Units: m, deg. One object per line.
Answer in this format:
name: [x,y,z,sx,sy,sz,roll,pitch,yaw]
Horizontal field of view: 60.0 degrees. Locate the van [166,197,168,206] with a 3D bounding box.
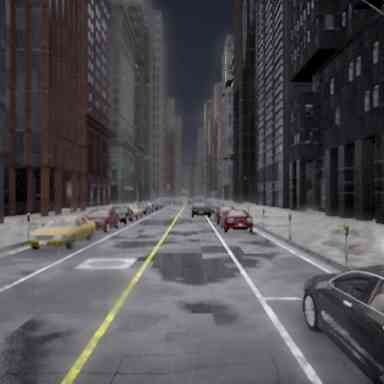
van: [-5.796,1.939,60.527,1.690,1.788,3.998,0,-1,0]

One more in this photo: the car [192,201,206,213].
car: [0.878,1.934,44.186,1.837,1.490,4.892,0,-1,0]

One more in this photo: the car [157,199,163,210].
car: [-5.789,2.046,49.252,1.947,1.339,4.313,0,-1,0]

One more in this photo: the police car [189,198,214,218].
police car: [0.883,1.755,34.297,1.930,1.638,5.238,0,-1,0]

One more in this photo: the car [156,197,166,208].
car: [-5.792,1.979,54.890,1.967,1.590,4.097,0,-1,0]

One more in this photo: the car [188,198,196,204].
car: [-0.043,2.261,84.459,1.837,1.490,4.892,0,-1,0]

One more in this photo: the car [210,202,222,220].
car: [2.748,1.800,26.729,1.887,1.381,4.507,0,-1,0]

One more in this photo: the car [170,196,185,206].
car: [-3.036,2.186,70.964,1.882,1.535,5.008,0,-1,0]

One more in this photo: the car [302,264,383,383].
car: [2.760,1.591,4.186,2.008,1.369,4.403,0,-1,0]

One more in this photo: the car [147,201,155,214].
car: [-5.783,1.932,37.979,1.947,1.339,4.313,0,-1,0]

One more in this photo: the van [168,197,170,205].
van: [-5.799,1.999,66.163,1.690,1.788,3.998,0,-1,0]

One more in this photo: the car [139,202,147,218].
car: [-5.780,1.834,32.174,1.752,1.417,4.829,0,-1,0]

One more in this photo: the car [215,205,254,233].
car: [2.751,1.746,21.093,1.887,1.381,4.507,0,-1,0]

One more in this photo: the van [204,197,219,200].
van: [2.738,1.764,43.639,1.690,1.788,3.998,0,-1,0]

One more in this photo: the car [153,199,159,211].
car: [-5.786,2.005,43.616,1.802,1.307,4.206,0,-1,0]

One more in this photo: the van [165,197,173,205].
van: [-5.807,2.181,83.071,1.690,1.788,3.998,0,-1,0]

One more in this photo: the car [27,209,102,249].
car: [-5.771,1.671,15.265,1.752,1.417,4.829,0,-1,0]

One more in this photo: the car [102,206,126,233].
car: [-5.774,1.746,21.071,1.887,1.381,4.507,0,-1,0]

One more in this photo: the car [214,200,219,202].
car: [2.742,1.917,38.001,2.008,1.369,4.403,0,-1,0]

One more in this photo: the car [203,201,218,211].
car: [2.736,2.031,49.273,2.008,1.369,4.403,0,-1,0]

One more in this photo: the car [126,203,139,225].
car: [-5.777,1.821,26.707,1.947,1.339,4.313,0,-1,0]

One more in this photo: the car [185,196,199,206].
car: [-0.035,2.137,69.459,1.812,1.442,4.674,0,-1,0]

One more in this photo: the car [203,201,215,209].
car: [2.733,2.121,54.909,1.802,1.307,4.206,0,-1,0]
